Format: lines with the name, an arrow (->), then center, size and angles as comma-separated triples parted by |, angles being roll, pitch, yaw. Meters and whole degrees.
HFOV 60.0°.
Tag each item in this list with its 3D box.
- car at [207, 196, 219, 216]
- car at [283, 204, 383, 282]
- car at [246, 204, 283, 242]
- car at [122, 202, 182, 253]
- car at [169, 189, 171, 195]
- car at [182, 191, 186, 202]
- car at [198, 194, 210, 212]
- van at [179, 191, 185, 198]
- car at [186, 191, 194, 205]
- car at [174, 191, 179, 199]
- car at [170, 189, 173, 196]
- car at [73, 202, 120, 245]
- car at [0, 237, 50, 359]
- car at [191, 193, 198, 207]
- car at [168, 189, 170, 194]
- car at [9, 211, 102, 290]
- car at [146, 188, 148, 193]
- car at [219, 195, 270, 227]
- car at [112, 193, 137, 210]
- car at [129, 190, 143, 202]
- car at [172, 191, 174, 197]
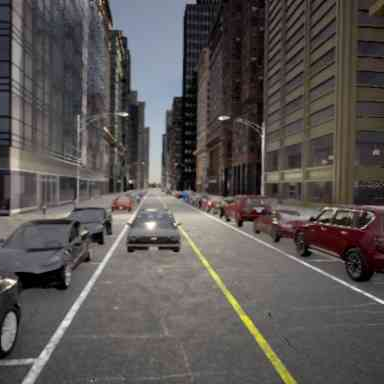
car -> 2.737, 1.273, 26.289 | 1.947, 1.339, 4.313 | 0, 1, -7
car -> 4.754, 1.256, 9.603 | 2.192, 1.841, 5.009 | 0, 1, -7
car -> 4.080, 1.444, 15.167 | 1.802, 1.307, 4.206 | 0, 1, -7
car -> -1.460, 1.360, 13.116 | 2.033, 1.411, 5.357 | 1, 1, -6
car -> -3.996, 0.459, 82.065 | 1.752, 1.417, 4.829 | 0, 1, -7
car -> 0.052, 0.980, 48.532 | 1.802, 1.307, 4.206 | 0, 1, -7
car -> 2.067, 1.070, 31.848 | 1.967, 1.590, 4.097 | 0, 1, -7
van -> -0.617, 0.662, 54.089 | 1.690, 1.788, 3.998 | 0, 1, -7
car -> 0.725, 0.915, 42.969 | 1.967, 1.590, 4.097 | 0, 1, -7
car -> -1.961, 0.712, 65.214 | 1.887, 1.381, 4.507 | 0, 1, -7
car -> -3.303, 0.453, 76.335 | 1.967, 1.590, 4.097 | 0, 1, -7
car -> -4.381, 1.326, 14.131 | 1.947, 1.339, 4.313 | 0, 1, -7
car -> -3.039, 1.469, 3.009 | 2.008, 1.369, 4.403 | 1, 1, -7
car -> 1.395, 1.118, 37.410 | 1.947, 1.339, 4.313 | 0, 1, -7
car -> -4.647, 0.441, 87.458 | 1.802, 1.307, 4.206 | 0, 1, -7
car -> -3.710, 1.405, 8.570 | 1.947, 1.339, 4.313 | 1, 1, -7
car -> -13.779, 0.120, 91.988 | 1.967, 1.590, 4.097 | 0, 1, -7
car -> 3.411, 1.100, 20.724 | 2.192, 1.841, 5.009 | 0, 1, -7
car -> -6.395, 1.072, 30.815 | 1.887, 1.381, 4.507 | 0, 1, -7
car -> -8.408, 0.736, 47.497 | 1.967, 1.590, 4.097 | 0, 1, -7
car -> -2.633, 0.635, 70.775 | 1.887, 1.381, 4.507 | 0, 1, -7
